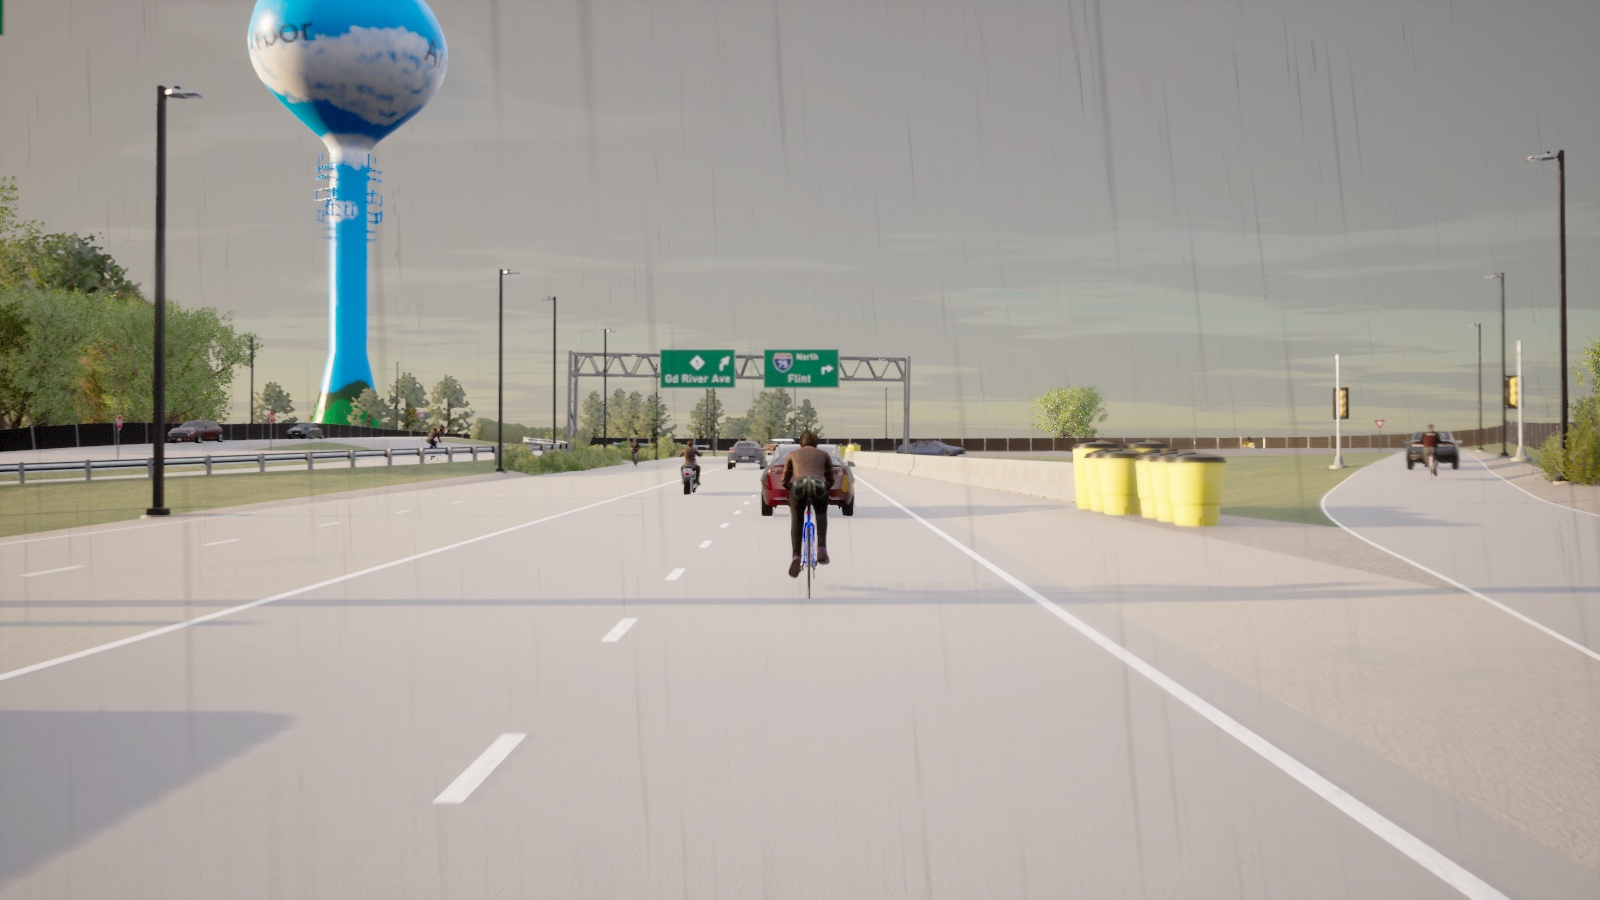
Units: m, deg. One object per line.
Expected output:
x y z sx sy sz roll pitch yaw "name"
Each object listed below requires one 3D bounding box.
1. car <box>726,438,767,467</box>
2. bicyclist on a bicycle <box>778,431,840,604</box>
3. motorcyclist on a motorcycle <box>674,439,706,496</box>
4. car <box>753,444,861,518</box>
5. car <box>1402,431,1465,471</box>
-3.107 0.120 73.684 2.152 1.651 5.027 0 0 0 "car"
0.086 0.633 12.620 0.582 1.620 1.656 0 0 0 "bicyclist on a bicycle"
-3.288 0.501 37.692 0.766 1.649 2.350 0 0 0 "motorcyclist on a motorcycle"
0.160 0.606 27.559 2.163 1.488 4.792 0 0 0 "car"
25.323 0.000 50.155 2.128 1.511 4.902 0 1 27 "car"
